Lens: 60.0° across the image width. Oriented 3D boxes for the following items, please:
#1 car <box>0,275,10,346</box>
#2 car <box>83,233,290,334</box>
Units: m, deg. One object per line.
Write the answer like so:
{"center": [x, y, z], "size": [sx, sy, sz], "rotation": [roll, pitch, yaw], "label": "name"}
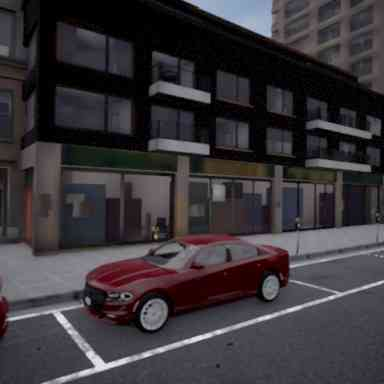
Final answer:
{"center": [-4.512, 1.528, 3.539], "size": [4.507, 1.381, 1.887], "rotation": [1, 0, -35], "label": "car"}
{"center": [0.108, 1.581, 6.832], "size": [4.507, 1.381, 1.887], "rotation": [1, 0, -35], "label": "car"}
